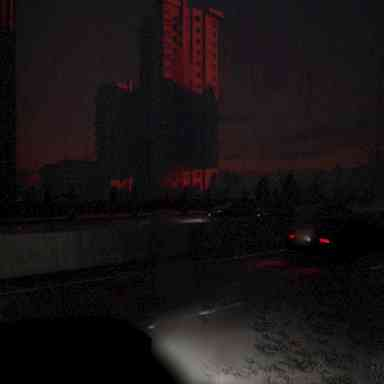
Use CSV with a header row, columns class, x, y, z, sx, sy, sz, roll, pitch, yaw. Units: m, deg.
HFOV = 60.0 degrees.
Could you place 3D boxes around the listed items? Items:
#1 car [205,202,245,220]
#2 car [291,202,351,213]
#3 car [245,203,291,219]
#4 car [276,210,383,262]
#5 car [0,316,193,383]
class,x,y,z,sx,sy,sz,roll,pitch,yaw
car,3.279,1.544,27.823,4.674,1.442,1.812,0,0,-36
car,9.545,1.526,23.698,4.892,1.490,1.837,0,0,-36
car,6.556,1.584,25.864,4.181,1.385,1.994,0,0,-36
car,5.732,1.555,12.132,5.357,1.411,2.033,0,0,-35
car,-2.523,1.548,1.947,5.357,1.411,2.033,0,0,-35
